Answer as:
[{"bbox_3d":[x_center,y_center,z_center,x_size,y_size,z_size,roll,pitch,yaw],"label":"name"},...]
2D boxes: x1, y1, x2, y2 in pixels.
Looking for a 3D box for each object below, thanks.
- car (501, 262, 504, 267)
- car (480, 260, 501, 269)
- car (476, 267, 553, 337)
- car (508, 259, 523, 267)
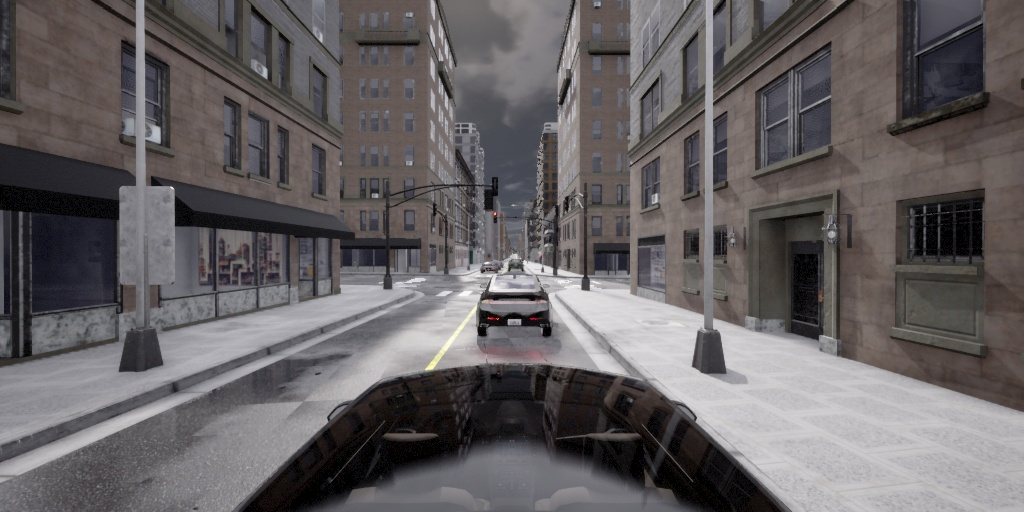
[{"bbox_3d":[-2.617,1.334,53.919,1.837,1.490,4.892,0,0,0],"label":"car"},{"bbox_3d":[-2.713,1.372,43.967,1.994,1.385,4.181,0,0,1],"label":"car"},{"bbox_3d":[0.075,1.243,10.311,2.128,1.511,4.902,0,0,1],"label":"car"},{"bbox_3d":[0.558,1.174,51.284,2.097,1.767,4.553,0,0,1],"label":"car"}]
